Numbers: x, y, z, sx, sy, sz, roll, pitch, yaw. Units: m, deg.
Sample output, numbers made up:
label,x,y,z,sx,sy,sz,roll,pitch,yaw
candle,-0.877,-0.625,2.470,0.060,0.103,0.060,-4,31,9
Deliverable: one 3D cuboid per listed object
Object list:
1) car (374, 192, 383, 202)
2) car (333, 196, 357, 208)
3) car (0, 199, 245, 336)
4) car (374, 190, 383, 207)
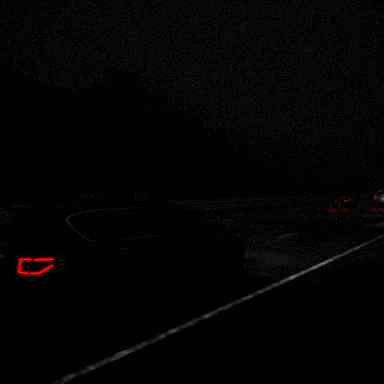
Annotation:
label,x,y,z,sx,sy,sz,roll,pitch,yaw
car,35.169,0.849,61.390,2.097,1.767,4.553,0,0,37
car,18.698,1.157,40.517,1.812,1.442,4.674,0,0,39
car,-1.112,1.159,6.949,2.150,2.045,5.566,0,1,42
car,24.854,0.824,42.516,2.150,2.045,5.566,0,0,39
